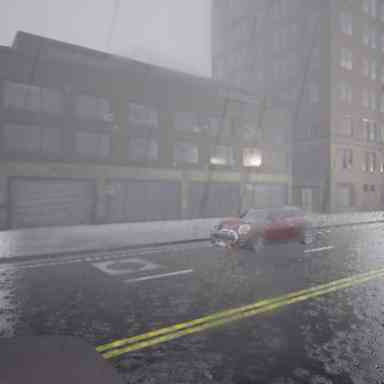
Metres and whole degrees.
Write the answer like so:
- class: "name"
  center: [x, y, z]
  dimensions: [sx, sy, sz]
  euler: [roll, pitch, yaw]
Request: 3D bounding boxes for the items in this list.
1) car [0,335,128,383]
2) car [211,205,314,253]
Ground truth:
- class: "car"
  center: [-2.805, 1.546, 1.437]
  dimensions: [5.357, 1.411, 2.033]
  euler: [0, 0, -35]
- class: "car"
  center: [2.963, 1.362, 13.782]
  dimensions: [4.553, 1.767, 2.097]
  euler: [0, 0, -35]
